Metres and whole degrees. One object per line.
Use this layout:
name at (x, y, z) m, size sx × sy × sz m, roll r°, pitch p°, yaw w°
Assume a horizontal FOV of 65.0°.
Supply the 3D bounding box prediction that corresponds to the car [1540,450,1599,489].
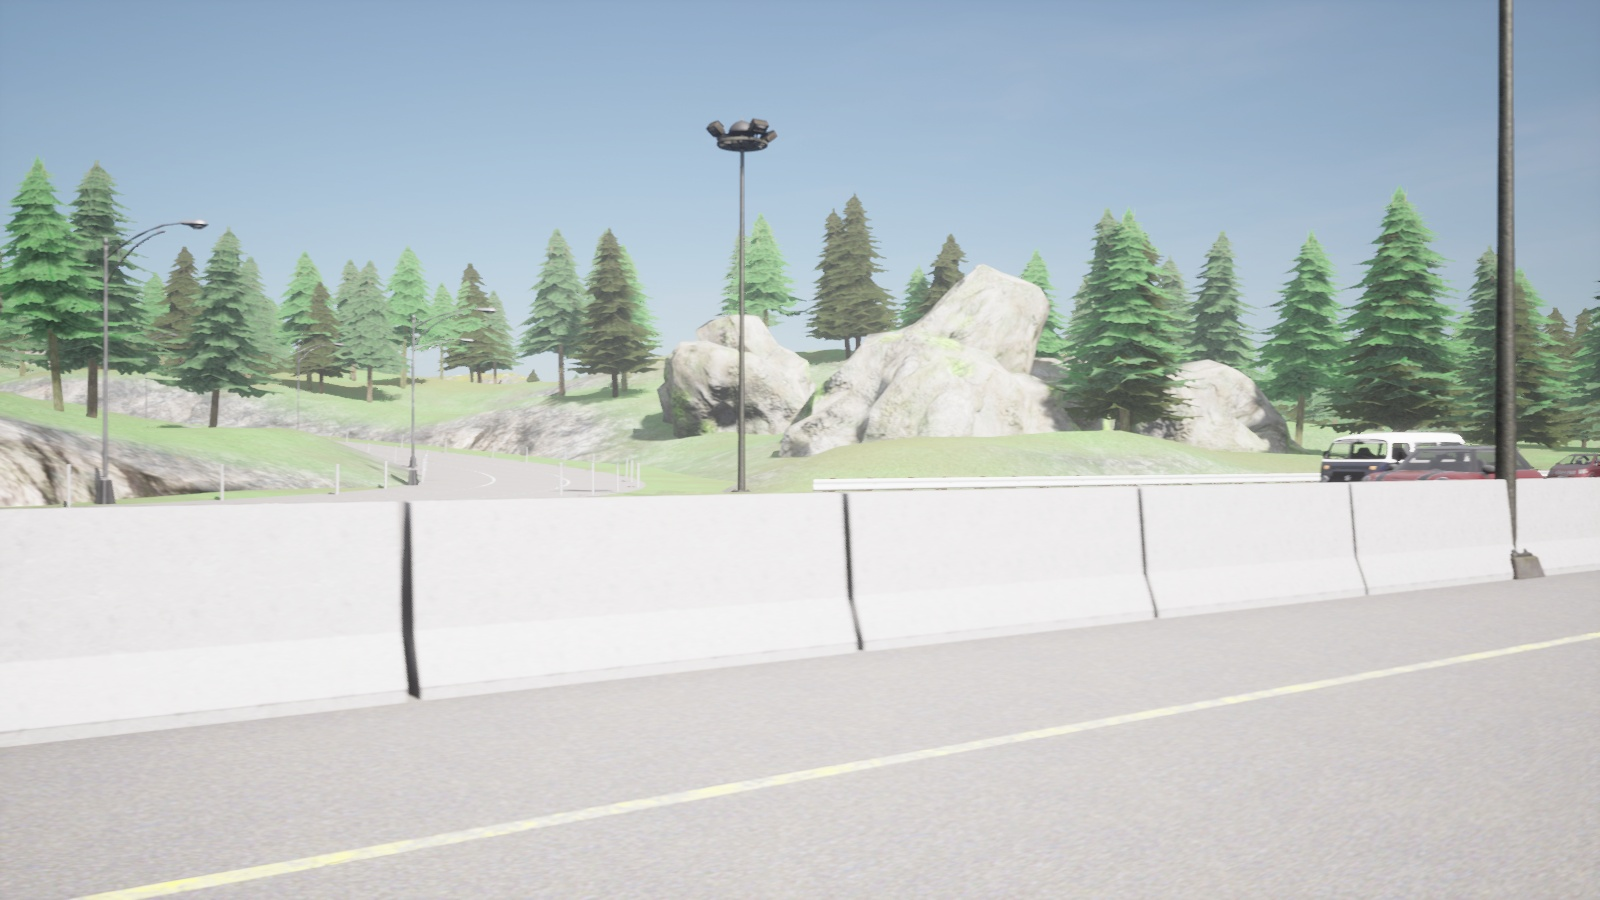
car at (32.355, 0.782, 51.765) m, size 3.705 × 1.549 × 1.789 m, roll 0°, pitch 0°, yaw -35°

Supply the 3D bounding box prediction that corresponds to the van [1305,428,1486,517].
van at (14.710, 0.513, 30.956) m, size 4.480 × 2.038 × 2.069 m, roll 0°, pitch 0°, yaw -35°

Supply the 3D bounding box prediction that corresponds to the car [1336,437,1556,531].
car at (13.236, 0.638, 25.665) m, size 4.553 × 1.767 × 2.097 m, roll 0°, pitch 0°, yaw -35°
